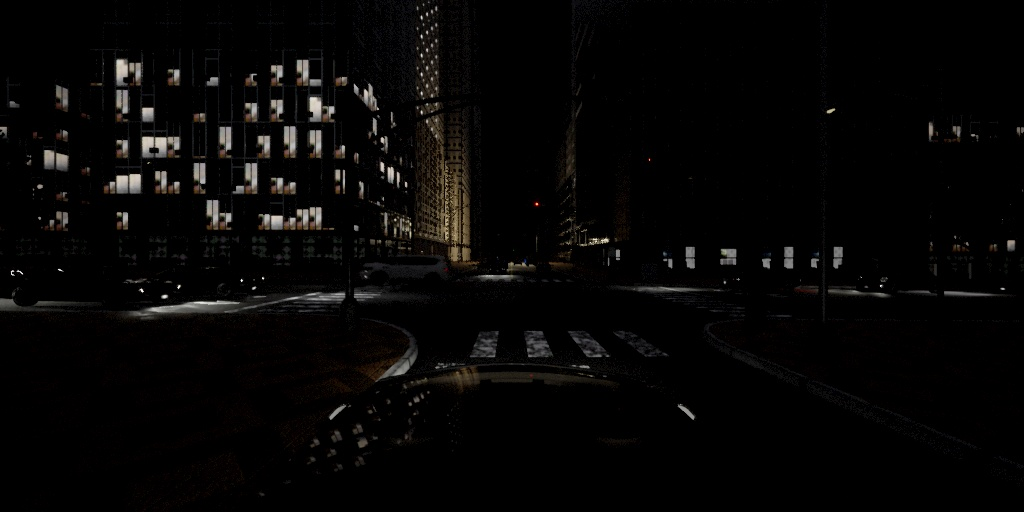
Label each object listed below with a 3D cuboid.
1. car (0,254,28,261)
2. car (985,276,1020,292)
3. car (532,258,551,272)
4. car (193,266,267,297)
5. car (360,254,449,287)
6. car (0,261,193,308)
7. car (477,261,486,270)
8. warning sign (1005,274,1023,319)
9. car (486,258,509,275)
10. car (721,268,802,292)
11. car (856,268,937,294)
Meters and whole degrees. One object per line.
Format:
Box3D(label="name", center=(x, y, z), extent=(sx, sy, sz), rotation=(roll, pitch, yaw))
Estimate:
Box3D(label="car", center=(-22.915, 0.706, 15.919), extent=(4.553, 1.767, 2.097), rotation=(1, 0, -3))
Box3D(label="car", center=(36.763, 2.035, 25.339), extent=(4.718, 1.301, 1.895), rotation=(1, 0, -2))
Box3D(label="car", center=(3.959, 1.329, 45.558), extent=(1.948, 1.339, 4.313), rotation=(0, 0, 0))
Box3D(label="car", center=(-14.010, 1.118, 16.322), extent=(4.718, 1.301, 1.895), rotation=(1, 0, -3))
Box3D(label="car", center=(-6.962, 0.904, 23.597), extent=(5.566, 2.045, 2.150), rotation=(3, 1, -26))
Box3D(label="car", center=(-15.289, 1.042, 13.042), extent=(5.357, 1.411, 2.033), rotation=(1, 0, 0))
Box3D(label="car", center=(-3.990, 1.342, 51.056), extent=(1.802, 1.307, 4.207), rotation=(0, 0, 0))
Box3D(label="warning sign", center=(17.282, 1.204, 11.746), extent=(1.060, 1.860, 1.300), rotation=(0, 0, -3))
Box3D(label="car", center=(-1.482, 1.269, 39.323), extent=(1.837, 1.490, 4.892), rotation=(0, 0, 0))
Box3D(label="car", center=(16.902, 1.569, 24.442), extent=(4.902, 1.511, 2.128), rotation=(1, 0, -3))
Box3D(label="car", center=(26.748, 1.606, 24.889), extent=(4.553, 1.767, 2.097), rotation=(1, 0, -3))
